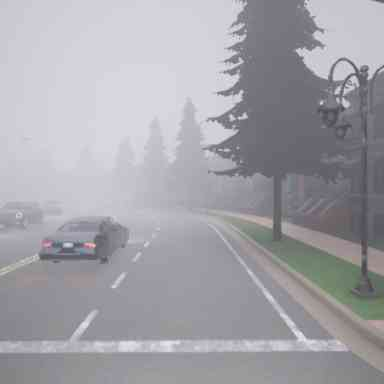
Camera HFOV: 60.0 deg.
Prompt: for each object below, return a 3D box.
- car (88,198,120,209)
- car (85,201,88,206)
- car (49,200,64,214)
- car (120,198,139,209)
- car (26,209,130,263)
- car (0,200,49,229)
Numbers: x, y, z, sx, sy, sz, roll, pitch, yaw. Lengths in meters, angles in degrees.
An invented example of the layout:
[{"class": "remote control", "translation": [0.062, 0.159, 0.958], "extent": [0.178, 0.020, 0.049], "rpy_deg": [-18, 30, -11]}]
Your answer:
[{"class": "car", "translation": [-11.896, 1.654, 44.736], "extent": [1.895, 1.301, 4.718], "rpy_deg": [0, 0, -35]}, {"class": "car", "translation": [-15.706, 1.669, 54.715], "extent": [4.718, 1.301, 1.895], "rpy_deg": [0, 0, 42]}, {"class": "car", "translation": [-14.206, 1.556, 33.820], "extent": [1.837, 1.490, 4.892], "rpy_deg": [0, 0, -23]}, {"class": "car", "translation": [-9.208, 1.554, 47.004], "extent": [1.837, 1.490, 4.892], "rpy_deg": [0, 0, -35]}, {"class": "car", "translation": [-3.574, 1.563, 11.976], "extent": [2.033, 1.411, 5.357], "rpy_deg": [0, 0, -1]}, {"class": "car", "translation": [-11.236, 1.389, 21.499], "extent": [2.097, 1.767, 4.553], "rpy_deg": [0, 0, -6]}]
